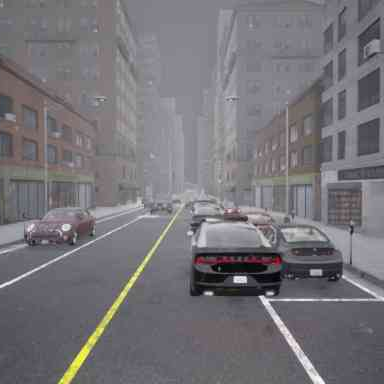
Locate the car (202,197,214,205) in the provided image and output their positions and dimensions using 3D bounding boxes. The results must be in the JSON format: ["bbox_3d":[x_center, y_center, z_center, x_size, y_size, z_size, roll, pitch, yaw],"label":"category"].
[{"bbox_3d":[2.737,1.563,59.096,1.887,1.381,4.507,-1,0,0],"label":"car"}]

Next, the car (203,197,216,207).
[{"bbox_3d":[2.738,1.559,53.591,1.887,1.381,4.507,-1,0,0],"label":"car"}]

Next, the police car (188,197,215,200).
[{"bbox_3d":[0.892,1.426,24.762,1.930,1.638,5.238,0,0,0],"label":"police car"}]

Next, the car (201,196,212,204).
[{"bbox_3d":[2.736,1.567,64.602,1.887,1.381,4.507,-1,0,0],"label":"car"}]

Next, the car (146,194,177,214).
[{"bbox_3d":[-3.111,1.225,35.043,2.150,2.045,5.566,0,0,0],"label":"car"}]

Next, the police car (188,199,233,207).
[{"bbox_3d":[0.890,1.425,18.762,1.930,1.638,5.238,0,0,0],"label":"police car"}]

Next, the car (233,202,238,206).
[{"bbox_3d":[2.743,1.441,26.066,1.967,1.590,4.097,-1,0,0],"label":"car"}]

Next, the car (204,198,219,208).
[{"bbox_3d":[2.740,1.577,48.086,1.947,1.339,4.313,-1,0,0],"label":"car"}]

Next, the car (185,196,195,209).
[{"bbox_3d":[-0.001,1.535,45.195,1.812,1.442,4.674,0,0,0],"label":"car"}]

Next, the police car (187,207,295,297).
[{"bbox_3d":[0.896,1.424,8.761,1.930,1.638,5.238,0,0,0],"label":"police car"}]

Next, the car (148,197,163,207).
[{"bbox_3d":[-5.787,1.580,53.590,1.947,1.339,4.313,-1,0,0],"label":"car"}]

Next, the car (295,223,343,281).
[{"bbox_3d":[2.748,1.549,9.550,2.008,1.369,4.403,-1,0,0],"label":"car"}]

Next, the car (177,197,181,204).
[{"bbox_3d":[-3.015,1.621,62.300,1.895,1.301,4.718,0,0,0],"label":"car"}]

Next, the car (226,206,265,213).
[{"bbox_3d":[2.747,1.544,15.055,1.887,1.381,4.507,-1,0,0],"label":"car"}]

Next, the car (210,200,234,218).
[{"bbox_3d":[2.743,1.548,31.571,1.887,1.381,4.507,-1,0,0],"label":"car"}]

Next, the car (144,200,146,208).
[{"bbox_3d":[-5.787,1.451,48.084,1.967,1.590,4.097,-1,0,0],"label":"car"}]

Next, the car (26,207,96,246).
[{"bbox_3d":[-5.780,1.439,15.053,1.967,1.590,4.097,-1,0,0],"label":"car"}]

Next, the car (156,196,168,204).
[{"bbox_3d":[-5.789,1.567,64.600,1.887,1.381,4.507,-1,0,0],"label":"car"}]

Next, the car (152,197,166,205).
[{"bbox_3d":[-5.788,1.569,59.095,2.008,1.369,4.403,-1,0,0],"label":"car"}]

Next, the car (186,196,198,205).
[{"bbox_3d":[-0.015,1.510,58.960,2.128,1.511,4.902,0,0,0],"label":"car"}]
